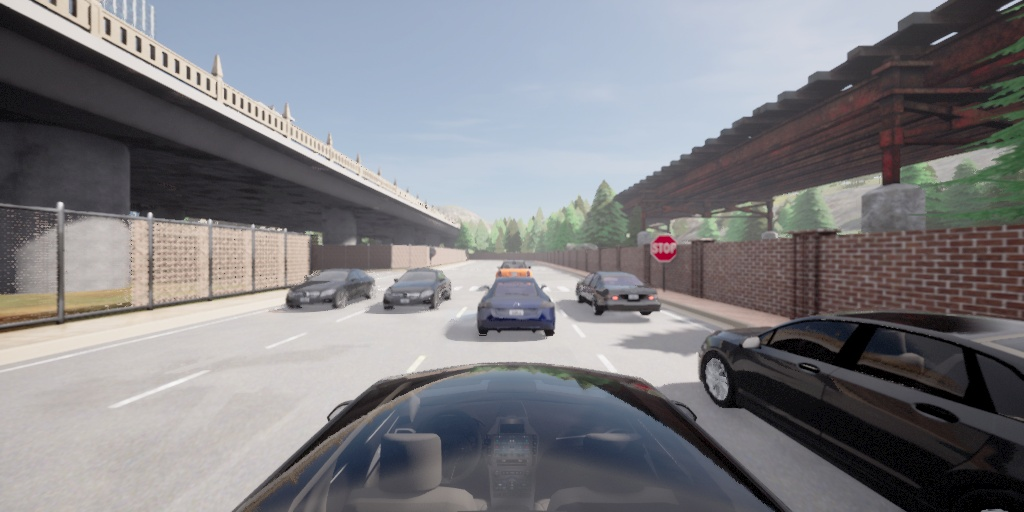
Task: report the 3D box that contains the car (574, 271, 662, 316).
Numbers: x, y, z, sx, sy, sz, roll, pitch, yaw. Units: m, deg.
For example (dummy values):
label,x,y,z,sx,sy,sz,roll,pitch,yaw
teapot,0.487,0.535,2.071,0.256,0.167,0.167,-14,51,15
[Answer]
label,x,y,z,sx,sy,sz,roll,pitch,yaw
car,3.602,1.250,13.149,2.033,1.411,5.357,0,0,0

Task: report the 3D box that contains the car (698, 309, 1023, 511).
label,x,y,z,sx,sy,sz,roll,pitch,yaw
car,3.598,1.247,3.249,1.837,1.490,4.892,0,0,0

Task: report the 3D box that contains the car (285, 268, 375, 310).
label,x,y,z,sx,sy,sz,roll,pitch,yaw
car,-7.031,1.222,14.503,1.812,1.442,4.674,0,0,0

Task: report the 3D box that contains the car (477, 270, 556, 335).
label,x,y,z,sx,sy,sz,roll,pitch,yaw
car,0.099,1.278,10.389,1.994,1.385,4.181,0,0,0

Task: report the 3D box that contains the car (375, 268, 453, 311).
label,x,y,z,sx,sy,sz,roll,pitch,yaw
car,-3.534,1.223,14.223,1.812,1.442,4.674,0,0,0

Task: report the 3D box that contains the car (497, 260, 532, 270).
label,x,y,z,sx,sy,sz,roll,pitch,yaw
car,0.133,1.018,21.894,2.097,1.767,4.553,0,0,0
